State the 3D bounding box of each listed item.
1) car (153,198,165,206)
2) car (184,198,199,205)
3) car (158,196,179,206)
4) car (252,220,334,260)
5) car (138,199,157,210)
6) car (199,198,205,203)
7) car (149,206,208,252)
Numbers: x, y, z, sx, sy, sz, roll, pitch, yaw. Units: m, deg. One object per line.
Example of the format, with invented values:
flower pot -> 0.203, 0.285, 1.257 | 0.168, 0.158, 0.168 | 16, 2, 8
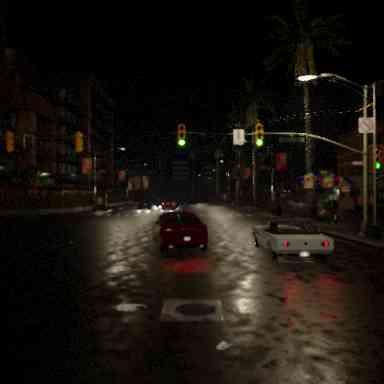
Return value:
car -> -7.003, 2.118, 70.522 | 2.128, 1.511, 4.902 | 0, 0, 0
car -> -0.085, 2.191, 75.944 | 1.994, 1.385, 4.181 | 0, 0, -4
car -> -3.500, 1.778, 50.618 | 2.097, 1.767, 4.553 | 0, 0, 0
car -> 3.600, 1.710, 12.841 | 1.895, 1.301, 4.718 | 0, 0, 0
car -> -7.000, 1.976, 50.911 | 2.033, 1.411, 5.357 | 0, 0, 0
car -> 2.223, 2.257, 87.156 | 1.812, 1.442, 4.674 | 0, 0, -12
car -> -0.659, 1.603, 14.747 | 1.882, 1.535, 5.008 | 1, -1, -11
